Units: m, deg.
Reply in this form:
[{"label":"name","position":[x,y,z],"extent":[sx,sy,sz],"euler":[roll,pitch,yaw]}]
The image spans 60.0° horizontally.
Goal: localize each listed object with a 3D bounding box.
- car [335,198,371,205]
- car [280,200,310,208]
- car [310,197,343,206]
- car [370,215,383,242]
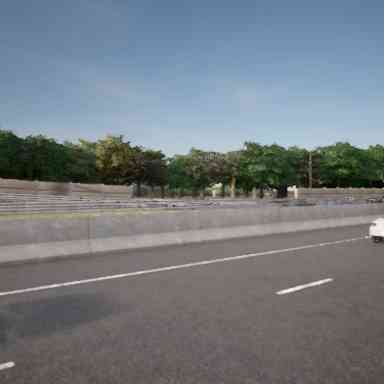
[{"label":"car","position":[16.524,1.567,32.918],"extent":[4.181,1.385,1.994],"euler":[0,0,-35]},{"label":"car","position":[12.103,1.567,38.364],"extent":[4.181,1.385,1.994],"euler":[0,0,-35]},{"label":"car","position":[15.461,1.355,36.448],"extent":[4.553,1.767,2.097],"euler":[0,0,-35]},{"label":"car","position":[9.844,1.529,15.052],"extent":[4.674,1.442,1.812],"euler":[0,0,-35]}]
